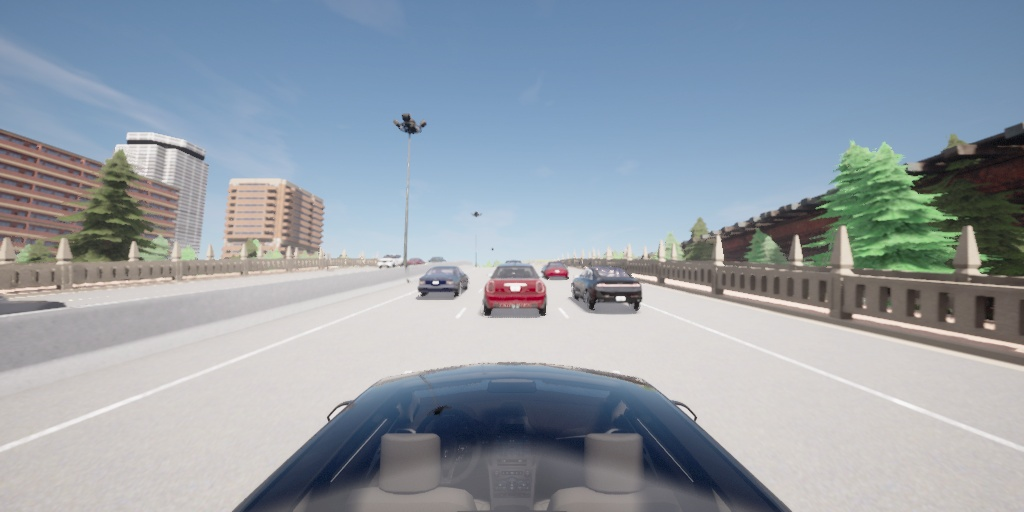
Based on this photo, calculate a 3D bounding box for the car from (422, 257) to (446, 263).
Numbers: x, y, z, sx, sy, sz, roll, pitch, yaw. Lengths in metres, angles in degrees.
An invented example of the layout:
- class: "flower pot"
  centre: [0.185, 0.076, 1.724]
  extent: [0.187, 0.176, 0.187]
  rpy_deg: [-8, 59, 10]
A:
- class: "car"
  centre: [-10.526, 0.873, 50.000]
  extent: [2.097, 1.767, 4.553]
  rpy_deg: [0, 0, 0]

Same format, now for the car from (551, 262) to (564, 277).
- class: "car"
  centre: [3.628, 1.176, 30.667]
  extent: [1.994, 1.385, 4.181]
  rpy_deg: [0, 0, 0]

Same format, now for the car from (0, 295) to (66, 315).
- class: "car"
  centre: [-10.596, 1.278, 5.472]
  extent: [2.033, 1.411, 5.357]
  rpy_deg: [0, 0, 0]

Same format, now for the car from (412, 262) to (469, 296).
- class: "car"
  centre: [-3.390, 1.217, 18.478]
  extent: [2.033, 1.411, 5.357]
  rpy_deg: [0, 0, 0]

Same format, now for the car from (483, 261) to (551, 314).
- class: "car"
  centre: [0.110, 1.045, 13.537]
  extent: [2.097, 1.767, 4.553]
  rpy_deg: [0, 0, 0]

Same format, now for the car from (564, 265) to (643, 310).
- class: "car"
  centre: [3.611, 1.181, 14.297]
  extent: [2.128, 1.511, 4.902]
  rpy_deg: [0, 0, 0]

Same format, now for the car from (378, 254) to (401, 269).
- class: "car"
  centre: [-17.514, 0.744, 51.981]
  extent: [2.150, 2.045, 5.566]
  rpy_deg: [0, 0, 0]

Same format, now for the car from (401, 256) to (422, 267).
- class: "car"
  centre: [-14.019, 0.999, 51.777]
  extent: [1.882, 1.535, 5.008]
  rpy_deg: [0, 0, 0]
